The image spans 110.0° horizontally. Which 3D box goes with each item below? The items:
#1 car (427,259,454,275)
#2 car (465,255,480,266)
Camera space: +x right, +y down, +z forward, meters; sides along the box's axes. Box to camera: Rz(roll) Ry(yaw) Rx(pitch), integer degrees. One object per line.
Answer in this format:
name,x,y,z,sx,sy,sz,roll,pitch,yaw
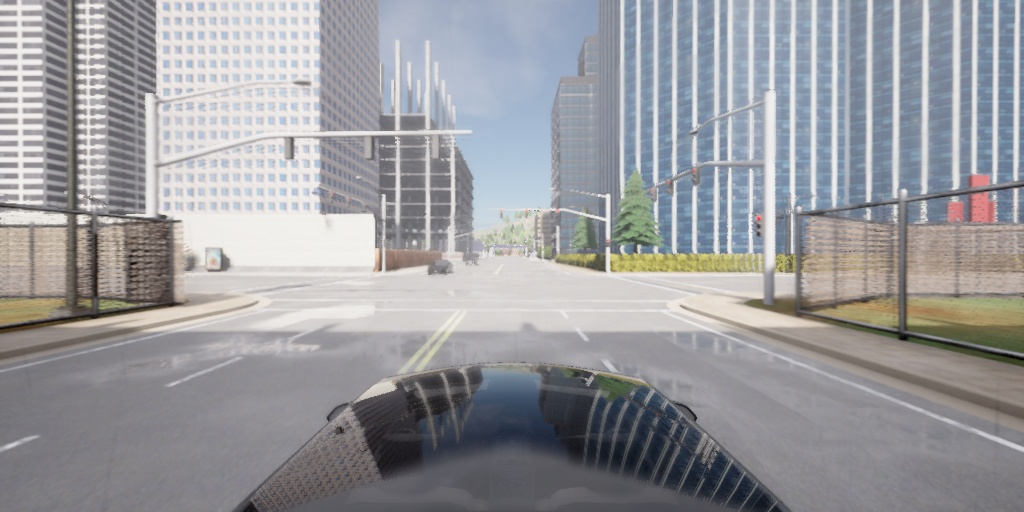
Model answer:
car,-7.001,1.101,35.424,1.882,1.535,5.008,0,1,0
car,-7.003,0.850,62.626,2.128,1.511,4.902,0,0,0
